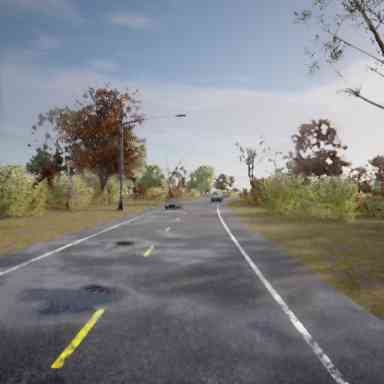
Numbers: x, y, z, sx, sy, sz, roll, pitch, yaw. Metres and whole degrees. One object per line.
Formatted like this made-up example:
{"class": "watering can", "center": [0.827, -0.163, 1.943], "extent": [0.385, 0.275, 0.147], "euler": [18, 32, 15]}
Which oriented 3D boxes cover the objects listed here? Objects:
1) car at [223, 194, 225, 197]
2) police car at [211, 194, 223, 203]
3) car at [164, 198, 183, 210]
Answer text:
{"class": "car", "center": [6.113, 1.430, 78.537], "extent": [1.882, 1.535, 5.008], "euler": [0, 0, 7]}
{"class": "police car", "center": [4.939, 1.362, 68.761], "extent": [1.930, 1.638, 5.238], "euler": [0, 0, 6]}
{"class": "car", "center": [-2.184, 1.485, 40.767], "extent": [1.994, 1.385, 4.181], "euler": [0, 0, 4]}
